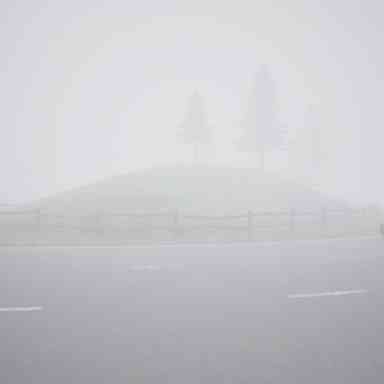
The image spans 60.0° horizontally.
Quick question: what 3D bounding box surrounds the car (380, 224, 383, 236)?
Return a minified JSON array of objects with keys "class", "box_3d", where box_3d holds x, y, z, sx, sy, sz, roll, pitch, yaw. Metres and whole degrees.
[{"class":"car","box_3d":[11.705,1.831,16.773,4.718,1.301,1.895,1,-1,-30]}]
